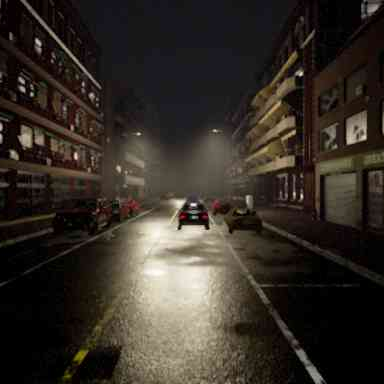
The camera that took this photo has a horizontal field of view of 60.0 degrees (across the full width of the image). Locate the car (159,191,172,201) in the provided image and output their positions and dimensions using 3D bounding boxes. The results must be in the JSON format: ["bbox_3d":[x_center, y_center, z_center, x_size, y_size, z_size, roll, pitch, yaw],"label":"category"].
[{"bbox_3d":[-5.751,1.085,68.764,2.008,1.369,4.403,0,0,0],"label":"car"}]

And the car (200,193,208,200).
[{"bbox_3d":[2.626,1.020,74.573,1.752,1.417,4.829,0,0,0],"label":"car"}]

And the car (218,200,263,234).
[{"bbox_3d":[2.675,1.403,18.213,1.752,1.417,4.829,0,0,0],"label":"car"}]

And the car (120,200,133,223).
[{"bbox_3d":[-5.710,1.281,23.674,1.967,1.590,4.097,0,0,0],"label":"car"}]

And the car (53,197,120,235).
[{"bbox_3d":[-5.704,1.193,18.038,2.192,1.841,5.009,0,0,0],"label":"car"}]

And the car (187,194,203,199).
[{"bbox_3d":[0.065,1.250,40.920,1.812,1.442,4.674,0,0,0],"label":"car"}]

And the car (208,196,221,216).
[{"bbox_3d":[2.665,1.348,29.315,1.887,1.381,4.507,0,0,0],"label":"car"}]

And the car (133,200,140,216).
[{"bbox_3d":[-5.715,1.347,29.312,1.887,1.381,4.507,0,0,0],"label":"car"}]

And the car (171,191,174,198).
[{"bbox_3d":[-5.756,1.046,74.401,2.008,1.369,4.403,0,0,0],"label":"car"}]

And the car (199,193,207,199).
[{"bbox_3d":[2.620,1.023,80.040,1.947,1.339,4.313,0,0,0],"label":"car"}]

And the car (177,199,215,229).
[{"bbox_3d":[0.080,1.410,20.451,2.033,1.411,5.357,0,0,0],"label":"car"}]

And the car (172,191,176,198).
[{"bbox_3d":[-5.766,0.962,85.673,1.887,1.381,4.507,0,0,0],"label":"car"}]

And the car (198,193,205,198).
[{"bbox_3d":[2.610,0.961,91.312,1.802,1.307,4.206,0,0,0],"label":"car"}]

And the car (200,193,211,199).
[{"bbox_3d":[2.645,1.201,51.859,2.008,1.369,4.403,0,0,0],"label":"car"}]
